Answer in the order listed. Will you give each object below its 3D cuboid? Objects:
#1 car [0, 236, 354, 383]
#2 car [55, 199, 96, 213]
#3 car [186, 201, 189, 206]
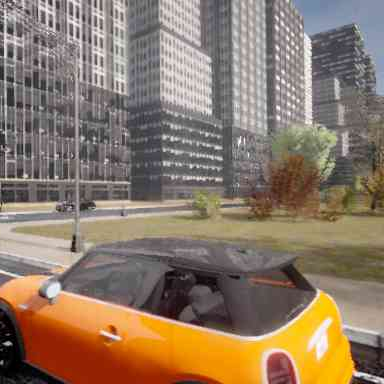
[{"bbox_3d":[-0.607,1.353,4.117,4.553,1.767,2.097,0,0,35],"label":"car"},{"bbox_3d":[-13.781,1.615,39.520,1.837,1.490,4.892,-1,-1,37],"label":"car"},{"bbox_3d":[0.974,1.737,58.945,1.895,1.301,4.718,-1,-1,37],"label":"car"}]
